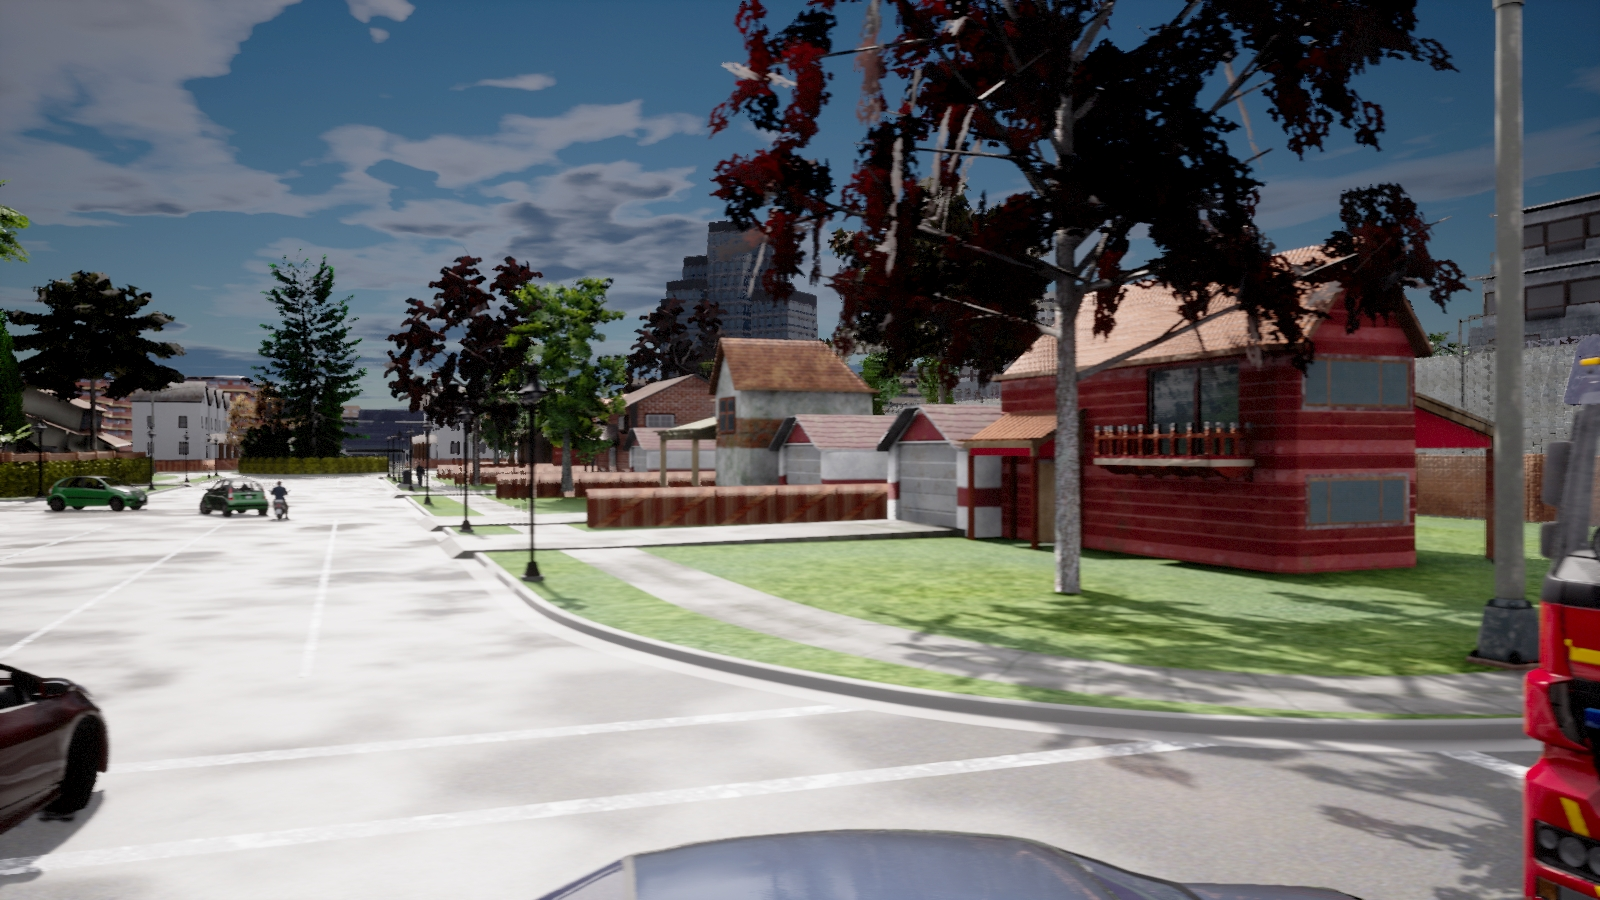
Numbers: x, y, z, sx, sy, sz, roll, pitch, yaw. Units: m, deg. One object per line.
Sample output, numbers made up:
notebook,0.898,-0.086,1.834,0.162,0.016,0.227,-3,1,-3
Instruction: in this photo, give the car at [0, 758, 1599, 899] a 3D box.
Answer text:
car,-0.048,2.100,3.728,5.357,1.411,2.033,0,0,-9

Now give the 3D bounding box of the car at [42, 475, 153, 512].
car,-32.475,1.999,52.918,3.988,1.617,1.851,0,0,0

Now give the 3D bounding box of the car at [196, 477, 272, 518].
car,-24.925,2.053,50.246,1.851,1.617,3.988,0,0,-45

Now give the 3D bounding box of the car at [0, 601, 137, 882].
car,-6.203,2.041,7.342,2.007,1.525,4.514,0,0,-11

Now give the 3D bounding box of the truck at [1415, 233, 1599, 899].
truck,7.904,0.876,6.426,8.468,3.827,2.891,0,0,-20

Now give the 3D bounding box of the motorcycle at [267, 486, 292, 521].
motorcycle,-21.298,2.176,46.753,0.856,1.341,1.805,0,0,-22
